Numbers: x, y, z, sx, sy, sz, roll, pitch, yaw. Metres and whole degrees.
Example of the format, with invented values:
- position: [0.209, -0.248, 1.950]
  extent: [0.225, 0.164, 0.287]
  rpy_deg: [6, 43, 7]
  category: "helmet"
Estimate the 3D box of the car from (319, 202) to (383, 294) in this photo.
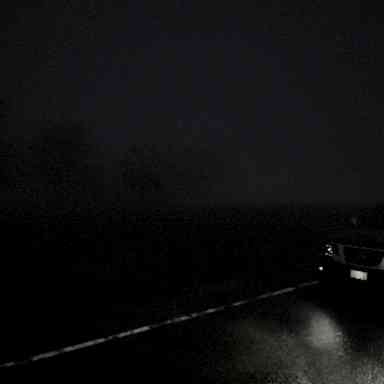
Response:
- position: [5.398, 1.227, 7.991]
  extent: [5.566, 2.045, 2.150]
  rpy_deg: [0, 0, -37]
  category: "car"
